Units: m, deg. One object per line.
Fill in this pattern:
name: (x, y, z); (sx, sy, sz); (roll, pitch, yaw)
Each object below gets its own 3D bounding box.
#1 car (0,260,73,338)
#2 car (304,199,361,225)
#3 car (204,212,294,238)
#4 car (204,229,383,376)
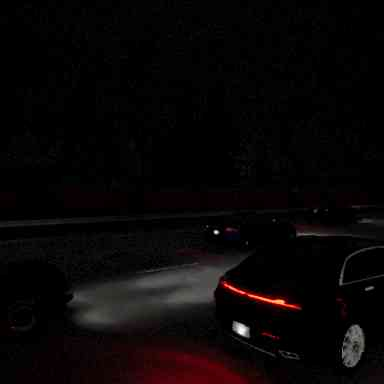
car: (-4.351, 1.601, 4.938); (4.718, 1.301, 1.895); (0, 0, -36)
car: (10.261, 1.352, 24.152); (4.553, 1.767, 2.097); (0, 0, -35)
car: (2.566, 1.562, 14.245); (4.181, 1.385, 1.994); (0, 0, -36)
car: (2.579, 1.503, 5.614); (4.892, 1.490, 1.837); (1, 0, -36)
